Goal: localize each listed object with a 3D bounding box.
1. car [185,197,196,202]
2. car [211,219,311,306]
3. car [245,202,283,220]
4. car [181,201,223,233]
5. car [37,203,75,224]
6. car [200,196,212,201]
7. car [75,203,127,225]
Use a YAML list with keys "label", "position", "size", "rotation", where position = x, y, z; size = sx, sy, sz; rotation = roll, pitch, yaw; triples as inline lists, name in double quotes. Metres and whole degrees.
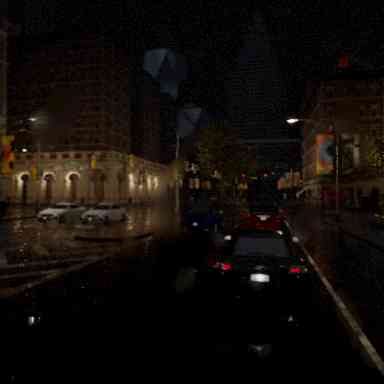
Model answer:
- label: "car"
  position: [-0.462, 1.897, 82.278]
  size: [1.895, 1.301, 4.718]
  rotation: [0, 0, 13]
- label: "car"
  position: [1.708, 1.603, 8.247]
  size: [1.994, 1.385, 4.181]
  rotation: [0, 0, 12]
- label: "car"
  position: [4.267, 1.448, 19.797]
  size: [2.097, 1.767, 4.553]
  rotation: [0, 0, 13]
- label: "car"
  position: [0.721, 1.556, 19.972]
  size: [1.882, 1.535, 5.008]
  rotation: [0, 0, 13]
- label: "car"
  position: [-9.873, 1.571, 25.747]
  size: [1.812, 1.442, 4.674]
  rotation: [0, 0, 13]
- label: "car"
  position: [3.162, 1.826, 83.578]
  size: [1.837, 1.490, 4.892]
  rotation: [0, 0, 13]
- label: "car"
  position: [-6.458, 1.586, 24.982]
  size: [1.812, 1.442, 4.674]
  rotation: [0, 0, 13]
